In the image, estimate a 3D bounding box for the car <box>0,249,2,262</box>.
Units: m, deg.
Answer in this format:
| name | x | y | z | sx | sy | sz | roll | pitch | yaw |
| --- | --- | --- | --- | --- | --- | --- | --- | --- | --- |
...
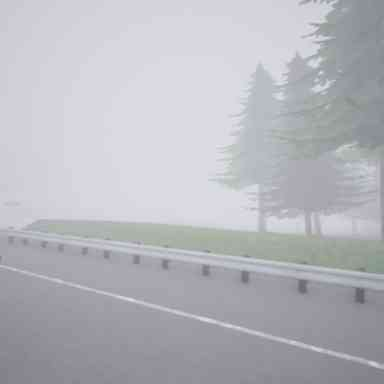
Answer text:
| name | x | y | z | sx | sy | sz | roll | pitch | yaw |
| --- | --- | --- | --- | --- | --- | --- | --- | --- | --- |
| car | -7.299 | 1.614 | 9.172 | 4.718 | 1.301 | 1.895 | 0 | 0 | 36 |
